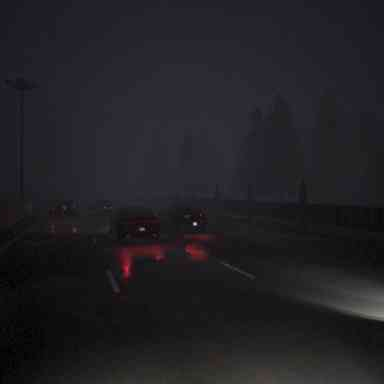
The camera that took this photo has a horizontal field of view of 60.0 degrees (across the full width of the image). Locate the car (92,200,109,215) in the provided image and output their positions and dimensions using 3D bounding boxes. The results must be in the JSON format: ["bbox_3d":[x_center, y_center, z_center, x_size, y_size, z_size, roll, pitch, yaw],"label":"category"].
[{"bbox_3d":[-8.915,1.519,33.318,2.033,1.411,5.357,0,0,-20],"label":"car"}]

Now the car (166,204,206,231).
[{"bbox_3d":[-0.665,1.487,20.582,1.837,1.490,4.892,0,0,-20],"label":"car"}]

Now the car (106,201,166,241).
[{"bbox_3d":[-2.993,1.463,16.684,1.882,1.535,5.008,0,0,-20],"label":"car"}]

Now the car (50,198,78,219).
[{"bbox_3d":[-11.042,1.327,28.854,2.097,1.767,4.553,0,0,-20],"label":"car"}]

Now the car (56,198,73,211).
[{"bbox_3d":[-15.680,1.491,40.849,1.812,1.442,4.674,0,0,-23],"label":"car"}]
